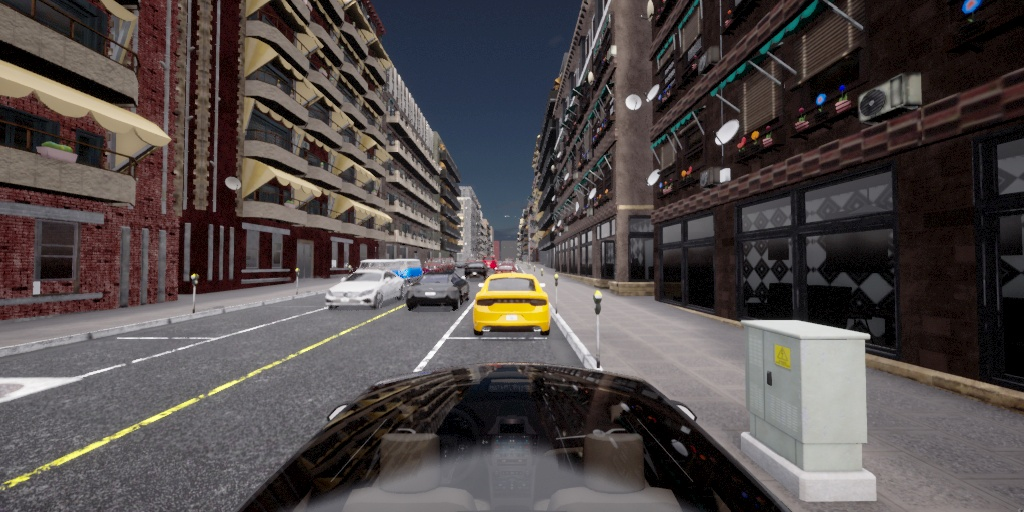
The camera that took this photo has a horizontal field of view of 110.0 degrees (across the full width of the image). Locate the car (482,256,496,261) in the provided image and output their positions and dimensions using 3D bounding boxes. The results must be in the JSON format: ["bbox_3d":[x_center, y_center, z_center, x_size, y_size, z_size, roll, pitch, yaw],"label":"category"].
[{"bbox_3d":[-2.922,1.041,47.371,2.150,2.045,5.566,0,0,0],"label":"car"}]

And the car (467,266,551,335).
[{"bbox_3d":[-0.006,1.232,10.503,1.882,1.535,5.008,0,0,0],"label":"car"}]

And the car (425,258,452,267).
[{"bbox_3d":[-8.335,1.115,39.194,2.192,1.841,5.009,0,0,0],"label":"car"}]

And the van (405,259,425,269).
[{"bbox_3d":[-8.335,1.118,28.134,1.690,1.789,3.998,0,0,0],"label":"van"}]

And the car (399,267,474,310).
[{"bbox_3d":[-2.922,1.322,14.808,1.994,1.385,4.181,0,0,0],"label":"car"}]

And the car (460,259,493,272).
[{"bbox_3d":[-3.021,1.260,31.428,1.882,1.535,5.008,0,0,0],"label":"car"}]

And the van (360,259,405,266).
[{"bbox_3d":[-8.335,1.108,22.603,1.690,1.789,3.998,0,0,0],"label":"van"}]

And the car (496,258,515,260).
[{"bbox_3d":[-0.445,1.240,39.134,1.967,1.591,4.097,0,0,0],"label":"car"}]

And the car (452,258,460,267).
[{"bbox_3d":[-8.335,1.128,44.724,2.192,1.841,5.009,0,0,0],"label":"car"}]

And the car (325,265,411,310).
[{"bbox_3d":[-5.870,1.284,14.922,1.812,1.442,4.674,0,0,0],"label":"car"}]

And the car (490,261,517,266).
[{"bbox_3d":[-0.452,1.322,28.072,1.888,1.381,4.507,0,0,0],"label":"car"}]
